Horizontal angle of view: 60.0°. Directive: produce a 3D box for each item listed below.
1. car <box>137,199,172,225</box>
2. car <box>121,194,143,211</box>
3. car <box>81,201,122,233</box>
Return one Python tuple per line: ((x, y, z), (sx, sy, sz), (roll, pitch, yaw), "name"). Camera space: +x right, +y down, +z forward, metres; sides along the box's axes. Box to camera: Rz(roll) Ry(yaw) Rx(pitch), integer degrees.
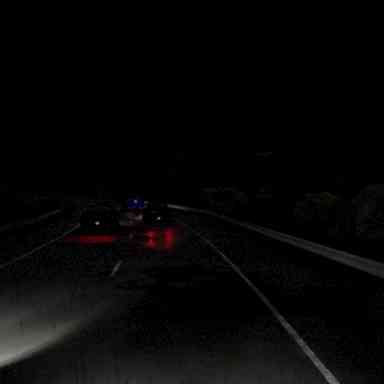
((-2.585, 1.480, 23.715), (2.128, 1.511, 4.902), (0, 0, -11), "car")
((-7.371, 1.210, 40.850), (2.150, 2.045, 5.566), (0, 0, -19), "car")
((-5.390, 1.476, 19.904), (1.882, 1.535, 5.008), (0, 0, -10), "car")
